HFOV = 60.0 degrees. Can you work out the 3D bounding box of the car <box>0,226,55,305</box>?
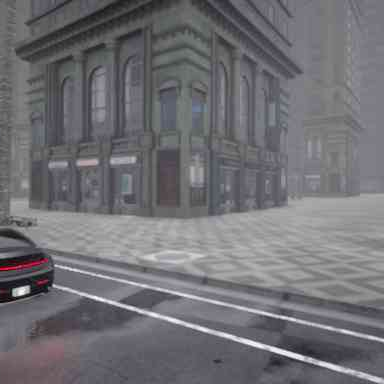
[{"bbox_3d":[-4.950,1.481,7.215,4.892,1.490,1.837,0,0,35],"label":"car"}]
